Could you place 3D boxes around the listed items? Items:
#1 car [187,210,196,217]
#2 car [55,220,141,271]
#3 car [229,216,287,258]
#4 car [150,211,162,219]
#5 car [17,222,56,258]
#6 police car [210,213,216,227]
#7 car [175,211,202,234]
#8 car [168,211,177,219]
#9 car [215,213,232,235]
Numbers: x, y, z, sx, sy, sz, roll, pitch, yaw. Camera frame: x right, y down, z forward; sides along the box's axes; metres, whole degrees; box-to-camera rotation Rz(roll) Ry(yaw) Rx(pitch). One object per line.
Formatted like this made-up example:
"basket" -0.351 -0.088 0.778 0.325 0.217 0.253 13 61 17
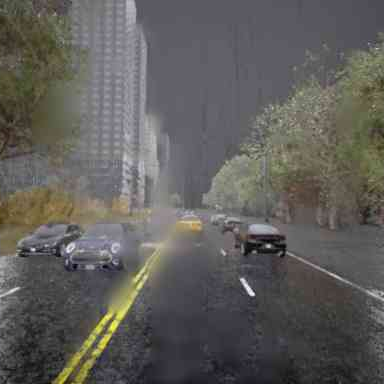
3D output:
"car" -0.118 4.779 75.275 2.033 1.411 5.357 0 -2 0
"car" -3.366 1.985 13.254 2.097 1.767 4.553 0 -2 0
"car" 3.245 2.240 16.584 1.882 1.535 5.008 2 -2 0
"car" -6.597 4.246 61.304 1.895 1.301 4.718 0 -2 0
"car" -6.582 2.242 16.238 1.837 1.490 4.892 0 -2 0
"police car" 3.184 3.228 38.578 2.038 1.542 4.974 0 -3 0
"car" -0.109 2.579 27.224 1.801 1.575 5.366 -1 -3 0
"car" -3.351 4.135 60.683 1.812 1.442 4.674 0 -3 0
"car" 3.227 2.727 27.580 1.837 1.490 4.892 2 -2 0
